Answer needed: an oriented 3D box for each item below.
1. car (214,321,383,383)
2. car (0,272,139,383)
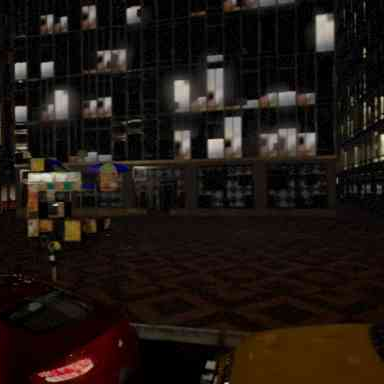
[{"bbox_3d":[2.548,1.473,2.503,4.829,1.417,1.752,-1,1,13],"label":"car"},{"bbox_3d":[-2.680,1.601,3.667,4.206,1.307,1.802,-1,1,13],"label":"car"}]
